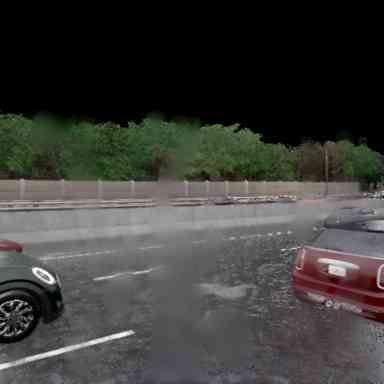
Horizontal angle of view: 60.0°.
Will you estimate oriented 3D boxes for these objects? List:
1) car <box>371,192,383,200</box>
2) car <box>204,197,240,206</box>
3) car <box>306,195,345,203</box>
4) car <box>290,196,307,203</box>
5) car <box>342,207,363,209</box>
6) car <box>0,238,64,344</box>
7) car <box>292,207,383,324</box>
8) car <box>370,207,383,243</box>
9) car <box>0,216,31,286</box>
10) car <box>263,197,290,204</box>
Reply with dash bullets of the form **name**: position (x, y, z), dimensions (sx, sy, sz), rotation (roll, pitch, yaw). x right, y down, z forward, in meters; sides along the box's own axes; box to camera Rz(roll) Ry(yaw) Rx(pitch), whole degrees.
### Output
- **car**: position (36.084, 0.707, 63.402), dimensions (4.902, 1.511, 2.128), rotation (-1, 1, -35)
- **car**: position (3.690, 1.428, 40.895), dimensions (4.892, 1.490, 1.837), rotation (-1, 1, -35)
- **car**: position (14.945, 1.362, 35.972), dimensions (4.892, 1.490, 1.837), rotation (-1, 1, -35)
- **car**: position (14.404, 1.183, 39.863), dimensions (4.553, 1.767, 2.097), rotation (-1, 1, -35)
- **car**: position (9.455, 1.539, 19.027), dimensions (4.181, 1.385, 1.994), rotation (0, 0, -35)
- **car**: position (-4.373, 1.352, 4.924), dimensions (4.553, 1.767, 2.097), rotation (0, 0, -35)
- **car**: position (4.180, 1.344, 6.837), dimensions (4.553, 1.767, 2.097), rotation (0, 0, -35)
- **car**: position (10.703, 1.469, 15.624), dimensions (4.902, 1.511, 2.128), rotation (0, 0, -35)
- **car**: position (-6.620, 1.478, 7.622), dimensions (5.008, 1.535, 1.882), rotation (0, 0, -35)
- **car**: position (11.299, 1.397, 41.969), dimensions (5.357, 1.411, 2.033), rotation (-1, 1, -35)
